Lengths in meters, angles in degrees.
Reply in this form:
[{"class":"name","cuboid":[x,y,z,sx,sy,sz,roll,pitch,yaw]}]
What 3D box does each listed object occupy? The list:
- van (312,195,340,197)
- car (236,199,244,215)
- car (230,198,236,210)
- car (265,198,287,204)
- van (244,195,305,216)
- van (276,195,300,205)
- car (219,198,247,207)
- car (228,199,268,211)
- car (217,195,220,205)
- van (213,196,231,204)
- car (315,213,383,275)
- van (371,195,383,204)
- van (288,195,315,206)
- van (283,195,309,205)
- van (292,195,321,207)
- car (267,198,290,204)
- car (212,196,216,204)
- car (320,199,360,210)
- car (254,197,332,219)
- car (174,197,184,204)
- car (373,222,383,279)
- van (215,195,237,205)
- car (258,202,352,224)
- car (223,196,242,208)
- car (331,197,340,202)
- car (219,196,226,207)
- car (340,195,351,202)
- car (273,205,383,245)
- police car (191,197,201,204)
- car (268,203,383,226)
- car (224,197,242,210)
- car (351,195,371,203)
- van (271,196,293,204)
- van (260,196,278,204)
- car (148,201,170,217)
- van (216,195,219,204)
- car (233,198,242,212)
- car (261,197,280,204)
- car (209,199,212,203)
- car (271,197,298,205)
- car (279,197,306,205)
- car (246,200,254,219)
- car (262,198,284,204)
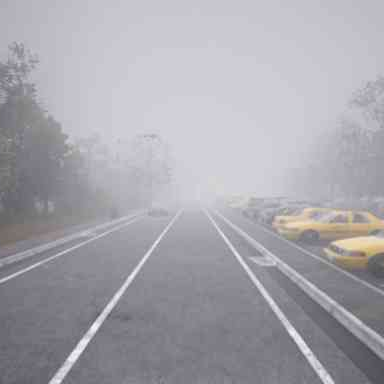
[{"class":"van","cuboid":[20.404,1.499,48.487,4.442,1.987,1.878,0,0,0]},{"class":"car","cuboid":[7.050,1.649,31.920,4.792,1.488,2.163,0,0,0]},{"class":"car","cuboid":[7.093,1.686,37.472,4.792,1.488,2.163,0,0,0]},{"class":"car","cuboid":[20.539,2.197,81.577,5.008,1.535,2.097,0,-1,0]},{"class":"van","cuboid":[7.174,1.375,29.144,4.442,1.987,1.878,0,0,0]},{"class":"van","cuboid":[20.341,1.719,70.507,4.442,1.987,1.878,0,-1,0]},{"class":"car","cuboid":[7.297,1.846,59.680,4.674,1.452,2.002,0,0,0]},{"class":"car","cuboid":[7.172,1.695,43.024,4.892,1.521,2.231,0,0,0]},{"class":"car","cuboid":[7.267,1.787,56.904,5.008,1.535,2.097,0,0,0]},{"class":"van","cuboid":[7.604,2.045,84.645,4.442,1.987,1.878,0,-1,0]},{"class":"car","cuboid":[6.722,1.552,9.723,5.366,1.575,1.946,0,0,0]},{"class":"van","cuboid":[20.041,1.386,31.742,4.442,1.987,1.878,0,0,0]},{"class":"van","cuboid":[20.510,1.591,62.212,4.442,1.987,1.878,0,0,0]},{"class":"van","cuboid":[20.300,1.611,65.116,4.442,1.987,1.878,0,-1,0]},{"class":"van","cuboid":[20.490,1.573,59.567,4.442,1.987,1.878,0,0,0]},{"class":"car","cuboid":[20.517,2.135,78.808,4.892,1.521,2.231,0,-1,0]},{"class":"car","cuboid":[7.365,1.592,65.234,5.566,2.045,2.435,0,0,0]},{"class":"car","cuboid":[20.269,1.746,45.715,4.674,1.452,2.002,0,0,0]},{"class":"car","cuboid":[7.046,1.440,23.595,4.553,1.767,2.185,0,0,0]},{"class":"car","cuboid":[-2.912,1.852,74.296,2.097,1.767,4.553,0,-1,0]},{"class":"car","cuboid":[6.892,1.562,6.946,4.892,1.521,2.231,0,0,0]},{"class":"van","cuboid":[7.263,1.729,70.770,4.442,1.987,1.878,0,-1,0]},{"class":"car","cuboid":[6.987,1.554,20.815,4.892,1.521,2.231,0,0,0]},{"class":"car","cuboid":[7.180,1.714,45.800,4.892,1.521,2.231,0,0,0]},{"class":"car","cuboid":[20.238,1.687,42.821,5.008,1.535,2.097,0,0,0]},{"class":"car","cuboid":[7.023,1.728,48.577,5.366,1.575,1.946,0,0,0]},{"class":"car","cuboid":[20.173,1.398,37.281,5.566,2.045,2.435,0,0,0]},{"class":"car","cuboid":[6.766,1.544,15.396,5.366,1.575,1.946,0,0,0]},{"class":"police car","cuboid":[1.432,2.353,90.739,1.930,1.638,5.238,0,-1,0]},{"class":"car","cuboid":[7.157,1.544,18.046,5.366,1.575,1.946,0,0,0]},{"class":"car","cuboid":[6.958,1.672,40.250,5.366,1.575,1.946,0,0,0]},{"class":"car","cuboid":[20.151,1.380,34.511,5.566,2.045,2.435,0,0,0]},{"class":"van","cuboid":[20.618,1.845,76.043,4.442,1.987,1.878,0,-1,0]},{"class":"van","cuboid":[20.725,2.161,89.890,4.442,1.987,1.878,0,-1,0]},{"class":"car","cuboid":[-3.257,1.665,33.610,1.812,1.442,4.674,0,0,0]},{"class":"van","cuboid":[7.199,1.599,62.459,4.442,1.987,1.878,0,0,0]},{"class":"car","cuboid":[7.072,1.668,34.696,4.792,1.488,2.163,0,0,0]},{"class":"car","cuboid":[20.555,2.198,87.120,4.553,1.767,2.185,0,-1,0]},{"class":"car","cuboid":[7.471,2.208,81.865,5.008,1.535,2.097,0,-1,0]},{"class":"car","cuboid":[20.295,2.004,73.269,5.366,1.575,1.946,0,-1,0]},{"class":"car","cuboid":[20.442,1.881,67.731,5.008,1.535,2.097,0,-1,0]},{"class":"car","cuboid":[7.066,1.611,26.367,4.792,1.488,2.163,0,0,0]},{"class":"car","cuboid":[20.561,2.263,84.472,5.008,1.535,2.097,0,-1,0]}]
